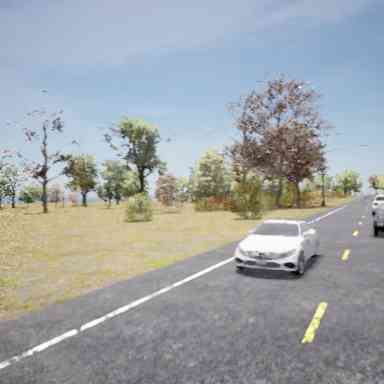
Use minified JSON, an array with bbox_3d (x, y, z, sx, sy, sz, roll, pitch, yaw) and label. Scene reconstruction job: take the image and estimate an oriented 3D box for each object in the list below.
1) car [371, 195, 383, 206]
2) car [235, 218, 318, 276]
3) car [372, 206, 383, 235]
[{"bbox_3d":[19.883,1.325,34.369,2.150,2.045,5.566,-1,0,29],"label":"car"},{"bbox_3d":[2.954,1.614,10.925,1.812,1.442,4.674,-1,-1,29],"label":"car"},{"bbox_3d":[11.207,1.656,18.582,1.895,1.301,4.718,-1,-1,29],"label":"car"}]
